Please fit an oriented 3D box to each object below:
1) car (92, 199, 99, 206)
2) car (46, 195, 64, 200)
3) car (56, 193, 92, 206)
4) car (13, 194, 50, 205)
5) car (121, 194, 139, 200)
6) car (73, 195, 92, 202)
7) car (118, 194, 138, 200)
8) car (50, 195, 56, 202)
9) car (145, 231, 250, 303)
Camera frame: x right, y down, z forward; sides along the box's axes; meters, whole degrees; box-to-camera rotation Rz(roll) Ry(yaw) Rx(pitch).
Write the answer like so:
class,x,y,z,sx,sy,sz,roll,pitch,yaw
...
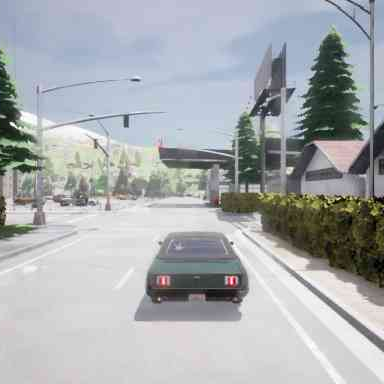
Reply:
class,x,y,z,sx,sy,sz,roll,pitch,yaw
car,-16.149,1.361,50.647,3.806,1.475,1.970,0,0,0
car,-35.046,1.384,84.953,3.806,1.475,1.970,0,0,0
car,-16.743,1.077,47.319,3.866,1.878,1.905,0,0,0
car,-24.628,1.097,50.565,4.605,1.855,1.932,0,0,0
car,-16.449,1.339,88.040,4.514,1.523,2.007,0,0,0
car,-23.992,1.319,73.018,3.633,1.501,1.845,0,0,0
car,-16.380,1.330,84.904,5.027,1.636,2.152,0,0,0
car,-23.982,1.298,63.025,4.514,1.523,2.007,0,0,0
car,0.100,1.601,8.130,1.895,1.301,4.718,0,0,0
